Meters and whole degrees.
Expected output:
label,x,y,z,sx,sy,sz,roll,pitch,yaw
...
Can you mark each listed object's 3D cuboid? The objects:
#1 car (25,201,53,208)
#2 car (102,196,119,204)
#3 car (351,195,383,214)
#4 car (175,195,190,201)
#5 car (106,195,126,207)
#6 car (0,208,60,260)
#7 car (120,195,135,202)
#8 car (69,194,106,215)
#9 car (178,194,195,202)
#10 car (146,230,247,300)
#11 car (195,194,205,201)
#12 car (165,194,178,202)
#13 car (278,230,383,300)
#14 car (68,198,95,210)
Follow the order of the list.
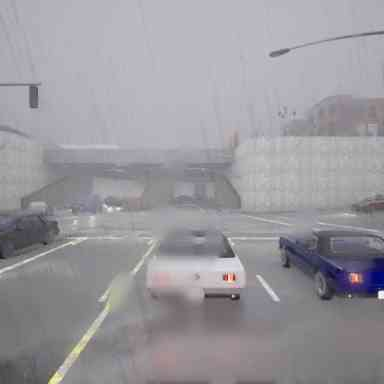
label,x,y,z,sx,sy,sz,roll,pitch,yaw
car,-13.387,1.523,29.109,1.812,1.442,4.674,0,0,-14
car,-15.101,1.486,62.088,2.128,1.511,4.902,0,0,-1
car,15.847,0.970,28.407,4.181,1.385,1.994,-7,0,0
car,-2.295,1.470,85.395,1.882,1.535,5.008,0,0,24
car,-11.351,1.559,49.658,1.994,1.385,4.181,0,0,-1
car,-6.948,1.549,12.769,2.033,1.411,5.357,0,0,2
car,-15.015,1.514,77.552,2.128,1.511,4.902,0,0,6
car,-10.746,1.219,34.422,2.150,2.045,5.566,0,0,-5
car,-1.159,1.518,75.425,2.128,1.511,4.902,0,0,6
car,0.091,1.600,8.315,1.895,1.301,4.718,0,0,0
car,1.506,1.347,85.426,2.097,1.767,4.553,0,0,28
car,-4.660,1.348,75.532,2.097,1.767,4.553,0,0,6
car,3.591,1.600,8.321,1.895,1.301,4.718,0,0,0
car,-14.743,1.543,44.804,2.033,1.411,5.357,0,0,-1
